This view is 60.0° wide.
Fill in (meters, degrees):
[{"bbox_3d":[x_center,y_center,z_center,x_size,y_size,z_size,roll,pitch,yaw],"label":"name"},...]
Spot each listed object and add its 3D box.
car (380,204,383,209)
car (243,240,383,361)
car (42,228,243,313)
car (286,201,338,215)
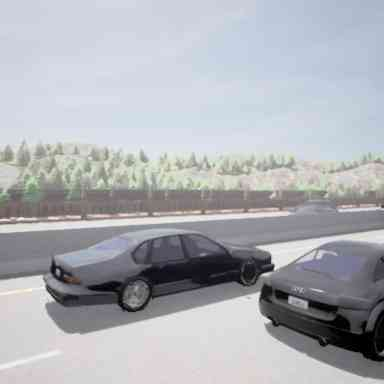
[{"bbox_3d":[27.575,1.799,45.212,4.718,1.301,1.895,0,0,-36],"label":"car"},{"bbox_3d":[3.178,1.588,6.017,4.181,1.385,1.994,0,0,-36],"label":"car"},{"bbox_3d":[-0.475,1.564,7.709,5.357,1.411,2.033,0,0,-36],"label":"car"},{"bbox_3d":[8.288,1.607,22.814,4.674,1.442,1.812,0,0,-35],"label":"car"}]
